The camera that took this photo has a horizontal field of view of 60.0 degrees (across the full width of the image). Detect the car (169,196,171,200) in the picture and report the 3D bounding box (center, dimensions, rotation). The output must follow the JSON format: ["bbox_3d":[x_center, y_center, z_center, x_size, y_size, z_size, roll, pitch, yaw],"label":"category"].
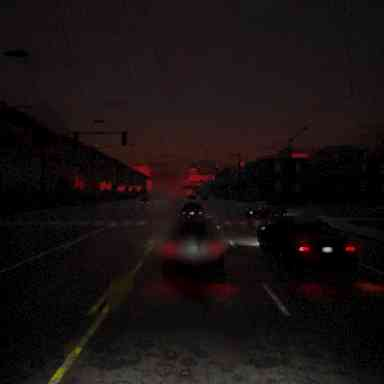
[{"bbox_3d":[-7.000,1.543,92.297,1.895,1.301,4.718,0,0,0],"label":"car"}]

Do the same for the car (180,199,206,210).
[{"bbox_3d":[0.046,1.551,26.128,2.033,1.411,5.357,0,0,1],"label":"car"}]

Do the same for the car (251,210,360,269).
[{"bbox_3d":[3.543,1.549,11.162,2.033,1.411,5.357,0,0,1],"label":"car"}]

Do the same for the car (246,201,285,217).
[{"bbox_3d":[6.691,1.530,30.072,1.812,1.442,4.674,-2,-1,44],"label":"car"}]

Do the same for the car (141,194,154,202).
[{"bbox_3d":[-10.500,1.488,75.929,1.882,1.535,5.008,0,0,0],"label":"car"}]

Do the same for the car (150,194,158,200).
[{"bbox_3d":[-10.500,1.448,92.328,1.837,1.490,4.892,0,0,0],"label":"car"}]

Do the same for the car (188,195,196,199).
[{"bbox_3d":[0.000,1.506,90.336,1.837,1.490,4.892,0,0,0],"label":"car"}]

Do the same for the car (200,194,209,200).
[{"bbox_3d":[3.500,1.532,90.345,2.128,1.511,4.902,0,0,0],"label":"car"}]

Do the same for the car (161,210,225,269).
[{"bbox_3d":[0.041,1.549,11.146,2.033,1.411,5.357,0,0,0],"label":"car"}]

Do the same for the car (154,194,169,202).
[{"bbox_3d":[-7.000,1.606,75.894,1.895,1.301,4.718,0,0,0],"label":"car"}]
